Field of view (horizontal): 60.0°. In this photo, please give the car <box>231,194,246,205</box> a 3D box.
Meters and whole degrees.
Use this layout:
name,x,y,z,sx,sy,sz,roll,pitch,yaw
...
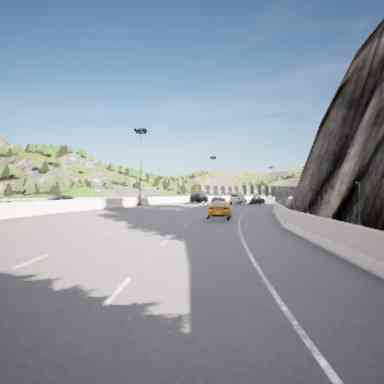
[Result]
name,x,y,z,sx,sy,sz,roll,pitch,yaw
car,8.909,1.341,64.259,2.150,2.045,5.566,0,0,23

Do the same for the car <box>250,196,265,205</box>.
name,x,y,z,sx,sy,sz,roll,pitch,yaw
car,12.601,1.526,63.664,2.097,1.767,4.553,1,0,23

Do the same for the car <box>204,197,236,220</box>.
name,x,y,z,sx,sy,sz,roll,pitch,yaw
car,2.504,1.509,28.979,1.882,1.535,5.008,0,0,10

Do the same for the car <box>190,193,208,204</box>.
name,x,y,z,sx,sy,sz,roll,pitch,yaw
car,1.405,1.230,64.352,2.150,2.045,5.566,0,0,22
